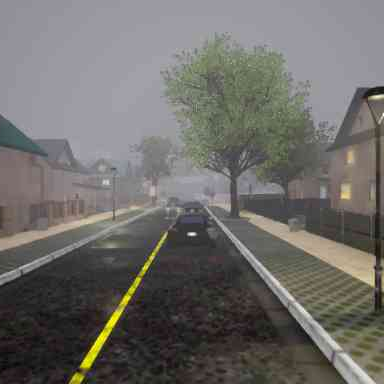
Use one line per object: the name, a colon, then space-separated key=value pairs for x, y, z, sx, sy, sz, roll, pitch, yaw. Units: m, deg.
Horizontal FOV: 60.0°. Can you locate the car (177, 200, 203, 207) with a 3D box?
car: x=0.000 y=1.562 z=29.650 sx=2.033 sy=1.411 sz=5.357 roll=0 pitch=0 yaw=0

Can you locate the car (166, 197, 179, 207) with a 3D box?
car: x=-2.750 y=1.549 z=50.349 sx=1.812 sy=1.442 sz=4.674 roll=0 pitch=0 yaw=0

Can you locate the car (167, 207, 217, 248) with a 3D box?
car: x=0.000 y=1.571 z=14.650 sx=1.994 sy=1.385 sz=4.181 roll=0 pitch=0 yaw=0
